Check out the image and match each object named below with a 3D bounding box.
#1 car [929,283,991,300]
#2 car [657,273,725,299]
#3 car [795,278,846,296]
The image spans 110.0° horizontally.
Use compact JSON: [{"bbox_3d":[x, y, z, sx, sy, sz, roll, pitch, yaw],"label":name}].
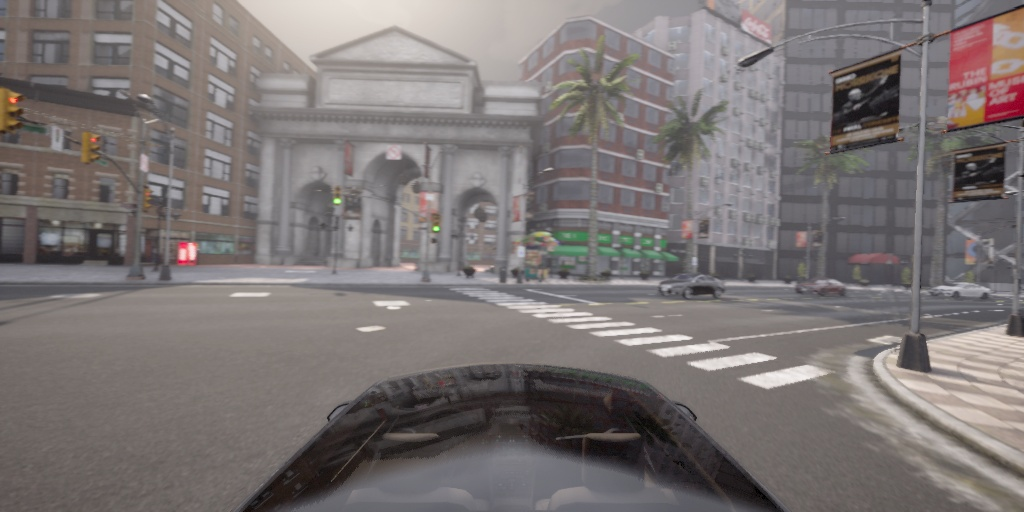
[{"bbox_3d":[42.804,3.276,34.248,4.674,1.442,1.812,3,0,-3],"label":"car"},{"bbox_3d":[11.445,1.870,22.855,4.902,1.511,2.128,3,0,-28],"label":"car"},{"bbox_3d":[26.106,2.596,30.268,4.674,1.442,1.812,3,-1,-23],"label":"car"}]
